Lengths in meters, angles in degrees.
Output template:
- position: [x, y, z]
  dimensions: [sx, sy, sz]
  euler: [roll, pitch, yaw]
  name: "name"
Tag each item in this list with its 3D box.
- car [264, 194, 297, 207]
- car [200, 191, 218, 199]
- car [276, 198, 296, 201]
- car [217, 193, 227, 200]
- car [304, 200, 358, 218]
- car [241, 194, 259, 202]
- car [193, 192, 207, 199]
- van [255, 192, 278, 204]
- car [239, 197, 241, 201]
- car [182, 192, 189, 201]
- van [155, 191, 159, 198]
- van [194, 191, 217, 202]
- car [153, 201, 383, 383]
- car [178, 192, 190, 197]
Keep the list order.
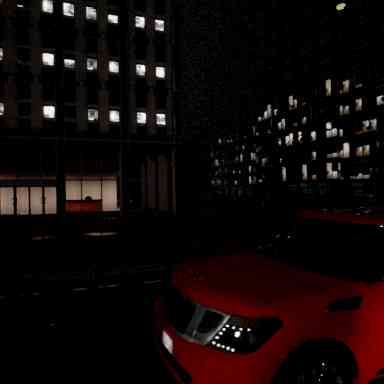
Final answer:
- position: [12.126, 1.113, 46.120]
  dimensions: [1.882, 1.535, 5.008]
  euler: [-1, 1, -21]
  name: "car"
- position: [3.883, 0.634, 74.946]
  dimensions: [2.192, 1.841, 5.009]
  euler: [0, 1, -21]
  name: "car"
- position: [10.166, 1.400, 34.760]
  dimensions: [1.802, 1.307, 4.206]
  euler: [0, 1, -21]
  name: "car"
- position: [5.914, 0.954, 69.641]
  dimensions: [1.802, 1.307, 4.206]
  euler: [0, 1, -21]
  name: "car"
- position: [12.180, 1.435, 29.443]
  dimensions: [1.947, 1.339, 4.313]
  euler: [0, 1, -21]
  name: "car"
- position: [8.190, 1.332, 40.088]
  dimensions: [1.947, 1.339, 4.313]
  euler: [0, 1, -21]
  name: "car"
- position: [1.852, 0.706, 80.256]
  dimensions: [1.967, 1.590, 4.097]
  euler: [0, 1, -21]
  name: "car"
- position: [12.005, 0.871, 53.712]
  dimensions: [1.690, 1.788, 3.998]
  euler: [0, 1, -21]
  name: "van"
- position: [9.975, 1.060, 59.023]
  dimensions: [1.802, 1.307, 4.206]
  euler: [0, 1, -21]
  name: "car"
- position: [-1.913, 1.056, 66.648]
  dimensions: [2.008, 1.369, 4.403]
  euler: [0, 1, -21]
  name: "car"
- position: [-8.005, 0.687, 82.571]
  dimensions: [1.690, 1.788, 3.998]
  euler: [0, 1, -21]
  name: "van"
- position: [2.148, 0.952, 56.028]
  dimensions: [1.690, 1.788, 3.998]
  euler: [0, 1, -21]
  name: "van"
- position: [2.309, 1.222, 4.525]
  dimensions: [5.566, 2.045, 2.150]
  euler: [0, 0, -22]
  name: "car"
- position: [-2.208, 0.711, 90.874]
  dimensions: [2.008, 1.369, 4.403]
  euler: [0, 1, -21]
  name: "car"
